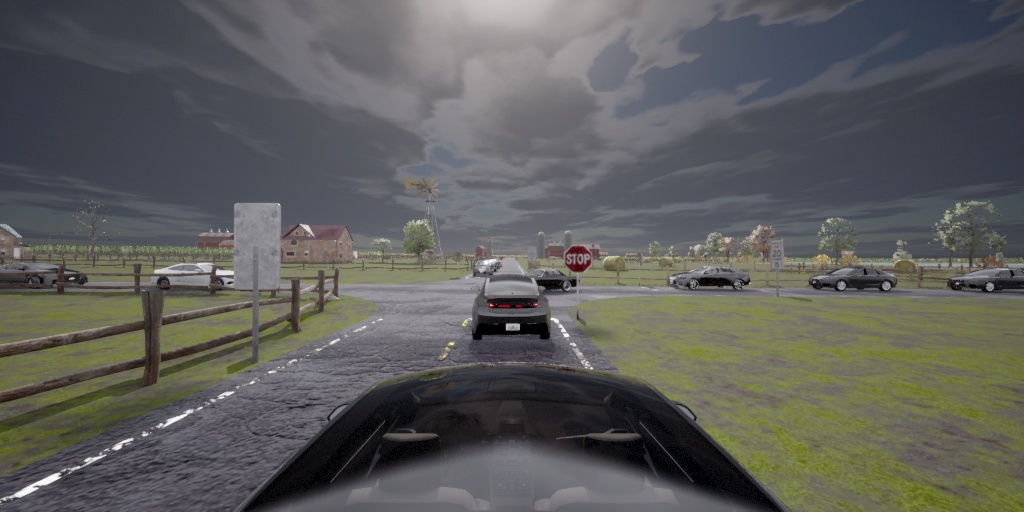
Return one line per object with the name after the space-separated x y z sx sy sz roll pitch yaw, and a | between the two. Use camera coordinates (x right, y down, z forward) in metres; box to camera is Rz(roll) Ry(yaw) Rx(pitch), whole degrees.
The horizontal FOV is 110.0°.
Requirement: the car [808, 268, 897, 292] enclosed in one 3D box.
22.186 1.499 23.466 4.892 1.490 1.837 1 -1 -1 | car

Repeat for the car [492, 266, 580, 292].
1.488 1.369 20.053 4.718 1.301 1.895 1 0 -35 | car

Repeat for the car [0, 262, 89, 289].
-26.375 1.048 19.823 4.181 1.385 1.994 1 -1 -1 | car

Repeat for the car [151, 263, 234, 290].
-17.255 1.104 19.951 4.674 1.442 1.812 1 -1 -1 | car

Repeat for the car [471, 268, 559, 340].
-0.079 1.256 10.006 1.837 1.490 4.892 0 0 -2 | car

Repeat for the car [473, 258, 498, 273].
-2.882 1.243 36.691 2.128 1.511 4.902 0 0 0 | car

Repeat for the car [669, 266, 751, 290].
12.785 1.396 23.289 4.902 1.511 2.128 1 -1 -2 | car

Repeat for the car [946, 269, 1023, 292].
31.689 1.587 23.593 4.892 1.490 1.837 1 -1 -1 | car

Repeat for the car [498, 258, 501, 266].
-2.880 1.241 46.136 2.128 1.511 4.902 0 0 0 | car
